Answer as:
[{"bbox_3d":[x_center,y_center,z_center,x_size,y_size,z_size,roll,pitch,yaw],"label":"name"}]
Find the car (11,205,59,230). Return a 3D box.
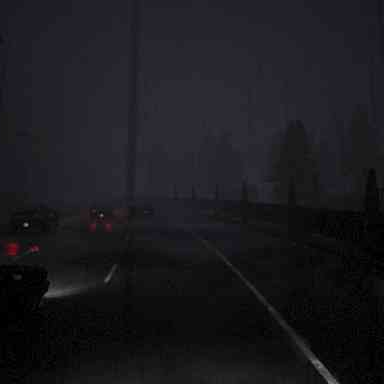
[{"bbox_3d":[-9.271,1.502,19.960,2.128,1.511,4.902,0,0,-12],"label":"car"}]

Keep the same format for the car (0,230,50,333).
[{"bbox_3d":[-3.626,1.553,4.163,2.033,1.411,5.357,0,0,-3],"label":"car"}]

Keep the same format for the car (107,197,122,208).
[{"bbox_3d":[-11.232,1.505,47.133,1.837,1.490,4.892,0,0,-26],"label":"car"}]

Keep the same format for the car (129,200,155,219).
[{"bbox_3d":[-4.503,1.470,29.645,1.882,1.535,5.008,0,0,-16],"label":"car"}]

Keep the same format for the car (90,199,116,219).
[{"bbox_3d":[-7.979,1.602,29.202,1.895,1.301,4.718,0,0,-16],"label":"car"}]
